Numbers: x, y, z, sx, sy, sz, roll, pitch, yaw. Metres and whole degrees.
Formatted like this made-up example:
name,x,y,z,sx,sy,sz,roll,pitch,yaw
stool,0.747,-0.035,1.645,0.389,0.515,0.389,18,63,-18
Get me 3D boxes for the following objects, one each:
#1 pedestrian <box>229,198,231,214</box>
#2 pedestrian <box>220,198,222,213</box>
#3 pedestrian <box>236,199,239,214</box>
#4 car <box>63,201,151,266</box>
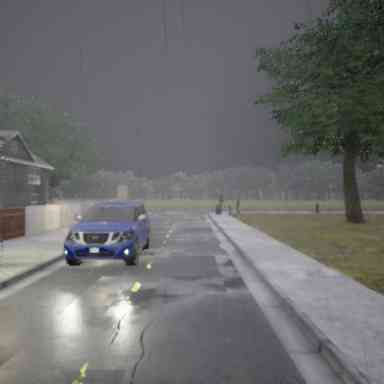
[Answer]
name,x,y,z,sx,sy,sz,roll,pitch,yaw
pedestrian,4.519,1.649,39.415,0.375,1.860,0.375,0,-1,0
pedestrian,3.519,1.650,40.615,0.375,1.860,0.375,0,-1,0
pedestrian,5.519,1.684,40.014,0.375,1.860,0.375,0,-1,0
car,-2.848,1.379,12.477,2.150,2.045,5.566,0,-1,0
